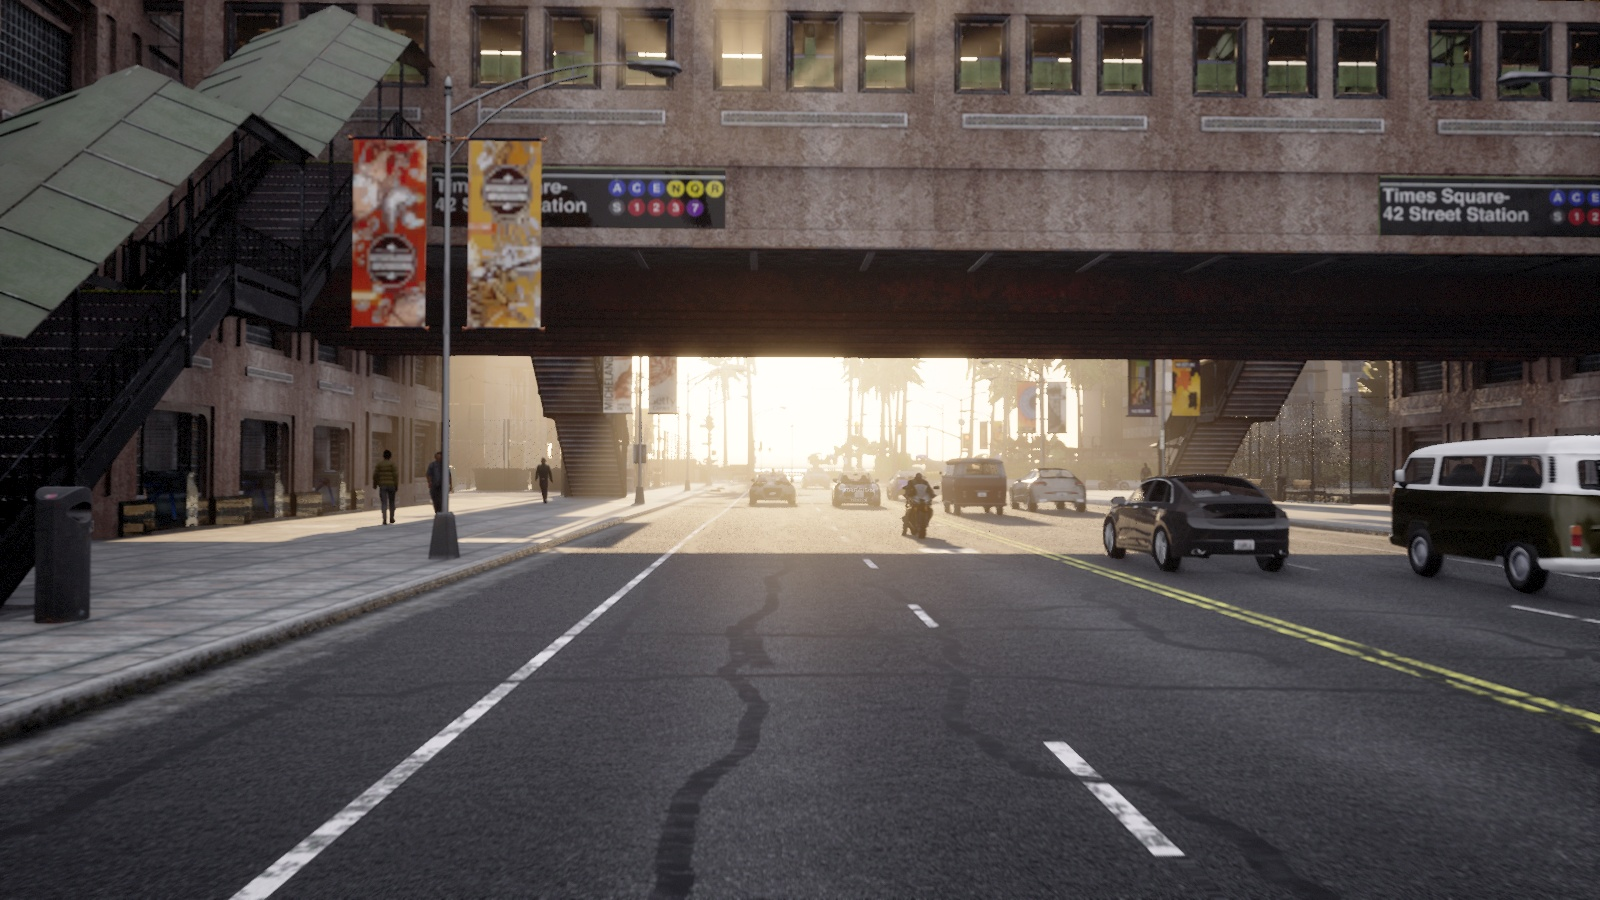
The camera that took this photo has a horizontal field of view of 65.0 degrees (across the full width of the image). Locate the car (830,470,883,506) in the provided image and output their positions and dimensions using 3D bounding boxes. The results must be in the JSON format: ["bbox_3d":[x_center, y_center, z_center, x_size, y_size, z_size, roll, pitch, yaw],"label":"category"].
[{"bbox_3d":[2.339,1.565,52.806,1.970,1.475,3.806,0,-1,-2],"label":"car"}]

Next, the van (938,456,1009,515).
[{"bbox_3d":[6.061,1.215,44.298,1.775,1.987,4.442,0,-1,-1],"label":"van"}]

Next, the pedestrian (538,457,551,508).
[{"bbox_3d":[-9.841,1.236,48.453,0.423,1.949,0.788,0,-1,-6],"label":"pedestrian"}]

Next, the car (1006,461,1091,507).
[{"bbox_3d":[9.473,1.284,48.292,2.152,1.651,5.027,0,-1,-1],"label":"car"}]

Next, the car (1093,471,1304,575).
[{"bbox_3d":[6.456,1.111,20.994,1.837,1.490,4.892,0,0,-2],"label":"car"}]

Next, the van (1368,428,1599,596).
[{"bbox_3d":[10.042,0.766,17.539,2.069,2.038,4.480,0,0,-2],"label":"van"}]

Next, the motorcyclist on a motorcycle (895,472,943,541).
[{"bbox_3d":[2.738,1.276,29.171,0.866,1.530,2.191,0,-1,-1],"label":"motorcyclist on a motorcycle"}]

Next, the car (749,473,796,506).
[{"bbox_3d":[-1.205,1.712,55.125,1.994,1.385,4.181,0,-1,-1],"label":"car"}]

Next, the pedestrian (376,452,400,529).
[{"bbox_3d":[-9.942,0.963,30.337,0.431,1.840,0.709,0,-1,-8],"label":"pedestrian"}]

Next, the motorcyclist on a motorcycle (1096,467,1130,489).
[{"bbox_3d":[23.480,2.093,94.089,2.350,1.649,0.766,0,-1,-2],"label":"motorcyclist on a motorcycle"}]

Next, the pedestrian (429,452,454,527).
[{"bbox_3d":[-8.931,0.973,31.247,0.540,1.848,0.694,0,-1,-20],"label":"pedestrian"}]

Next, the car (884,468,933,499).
[{"bbox_3d":[5.519,1.709,64.355,2.007,1.525,4.514,0,-1,-1],"label":"car"}]
